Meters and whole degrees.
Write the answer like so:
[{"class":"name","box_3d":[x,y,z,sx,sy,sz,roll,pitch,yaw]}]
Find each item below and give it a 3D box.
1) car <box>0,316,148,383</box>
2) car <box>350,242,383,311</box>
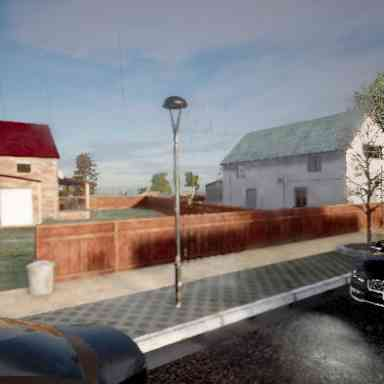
[{"class":"car","box_3d":[-2.412,1.558,1.280,4.892,1.490,1.837,-1,0,-37]},{"class":"car","box_3d":[5.199,1.434,6.942,4.892,1.490,1.837,-2,0,-36]}]
